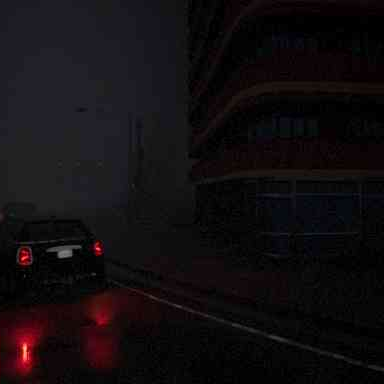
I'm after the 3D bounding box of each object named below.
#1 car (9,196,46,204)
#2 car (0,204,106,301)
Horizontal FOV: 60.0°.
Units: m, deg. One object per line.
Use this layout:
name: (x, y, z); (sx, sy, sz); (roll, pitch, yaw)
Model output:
car: (-9.998, 1.353, 19.682); (2.097, 1.767, 4.553); (0, 0, -21)
car: (-4.119, 1.352, 8.733); (2.097, 1.767, 4.553); (0, 0, -41)
